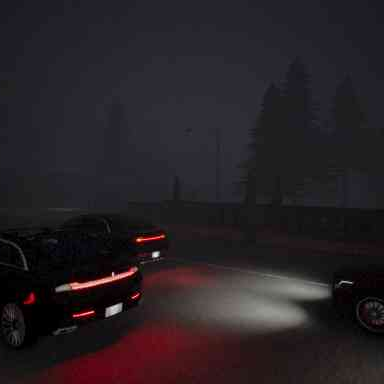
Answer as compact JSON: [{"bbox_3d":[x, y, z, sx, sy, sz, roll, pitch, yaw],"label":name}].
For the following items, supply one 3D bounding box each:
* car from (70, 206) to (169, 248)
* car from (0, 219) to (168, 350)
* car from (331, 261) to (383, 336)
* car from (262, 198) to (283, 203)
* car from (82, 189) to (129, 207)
[{"bbox_3d":[-2.925,1.386,10.348,4.892,1.490,1.837,1,1,36],"label":"car"},{"bbox_3d":[-3.069,1.413,6.140,4.902,1.511,2.128,1,1,36],"label":"car"},{"bbox_3d":[4.614,1.525,4.994,4.674,1.442,1.812,0,0,36],"label":"car"},{"bbox_3d":[13.658,0.978,56.164,2.097,1.767,4.553,1,1,37],"label":"car"},{"bbox_3d":[-9.590,0.689,37.450,2.150,2.045,5.566,1,1,38],"label":"car"}]
